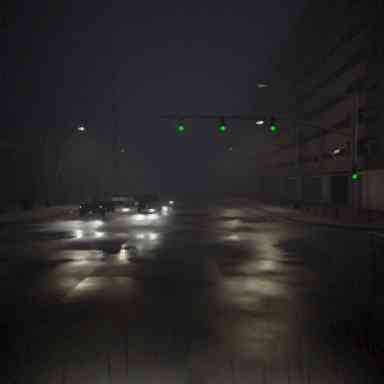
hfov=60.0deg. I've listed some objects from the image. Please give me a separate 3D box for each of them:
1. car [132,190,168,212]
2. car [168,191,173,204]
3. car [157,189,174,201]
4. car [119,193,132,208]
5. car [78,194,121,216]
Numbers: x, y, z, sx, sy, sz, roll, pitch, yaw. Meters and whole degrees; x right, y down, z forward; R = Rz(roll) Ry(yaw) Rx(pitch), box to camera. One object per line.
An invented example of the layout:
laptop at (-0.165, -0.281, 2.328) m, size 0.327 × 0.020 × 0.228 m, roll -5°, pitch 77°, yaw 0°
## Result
car at (-3.651, 0.898, 29.729) m, size 2.128 × 1.511 × 4.902 m, roll 0°, pitch 1°, yaw 0°
car at (-3.665, 0.829, 38.999) m, size 1.895 × 1.301 × 4.718 m, roll 0°, pitch 1°, yaw 0°
car at (-3.665, 0.561, 48.991) m, size 1.812 × 1.442 × 4.674 m, roll 0°, pitch 1°, yaw 0°
car at (-7.159, 0.841, 34.769) m, size 1.812 × 1.442 × 4.674 m, roll 0°, pitch 1°, yaw 0°
car at (-7.158, 1.092, 25.651) m, size 1.895 × 1.301 × 4.718 m, roll 0°, pitch 1°, yaw 0°
